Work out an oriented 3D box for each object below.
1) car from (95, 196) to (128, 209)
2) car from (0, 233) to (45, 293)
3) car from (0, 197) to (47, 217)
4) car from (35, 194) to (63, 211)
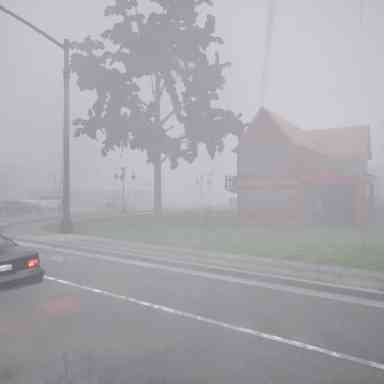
[{"bbox_3d":[-11.085,1.352,45.854,2.097,1.767,4.553,0,0,34],"label":"car"},{"bbox_3d":[-5.736,1.547,8.025,5.357,1.411,2.033,0,0,36],"label":"car"},{"bbox_3d":[-16.586,1.512,31.029,1.837,1.490,4.892,0,0,34],"label":"car"},{"bbox_3d":[-16.632,1.222,37.618,2.150,2.045,5.566,0,0,33],"label":"car"}]
